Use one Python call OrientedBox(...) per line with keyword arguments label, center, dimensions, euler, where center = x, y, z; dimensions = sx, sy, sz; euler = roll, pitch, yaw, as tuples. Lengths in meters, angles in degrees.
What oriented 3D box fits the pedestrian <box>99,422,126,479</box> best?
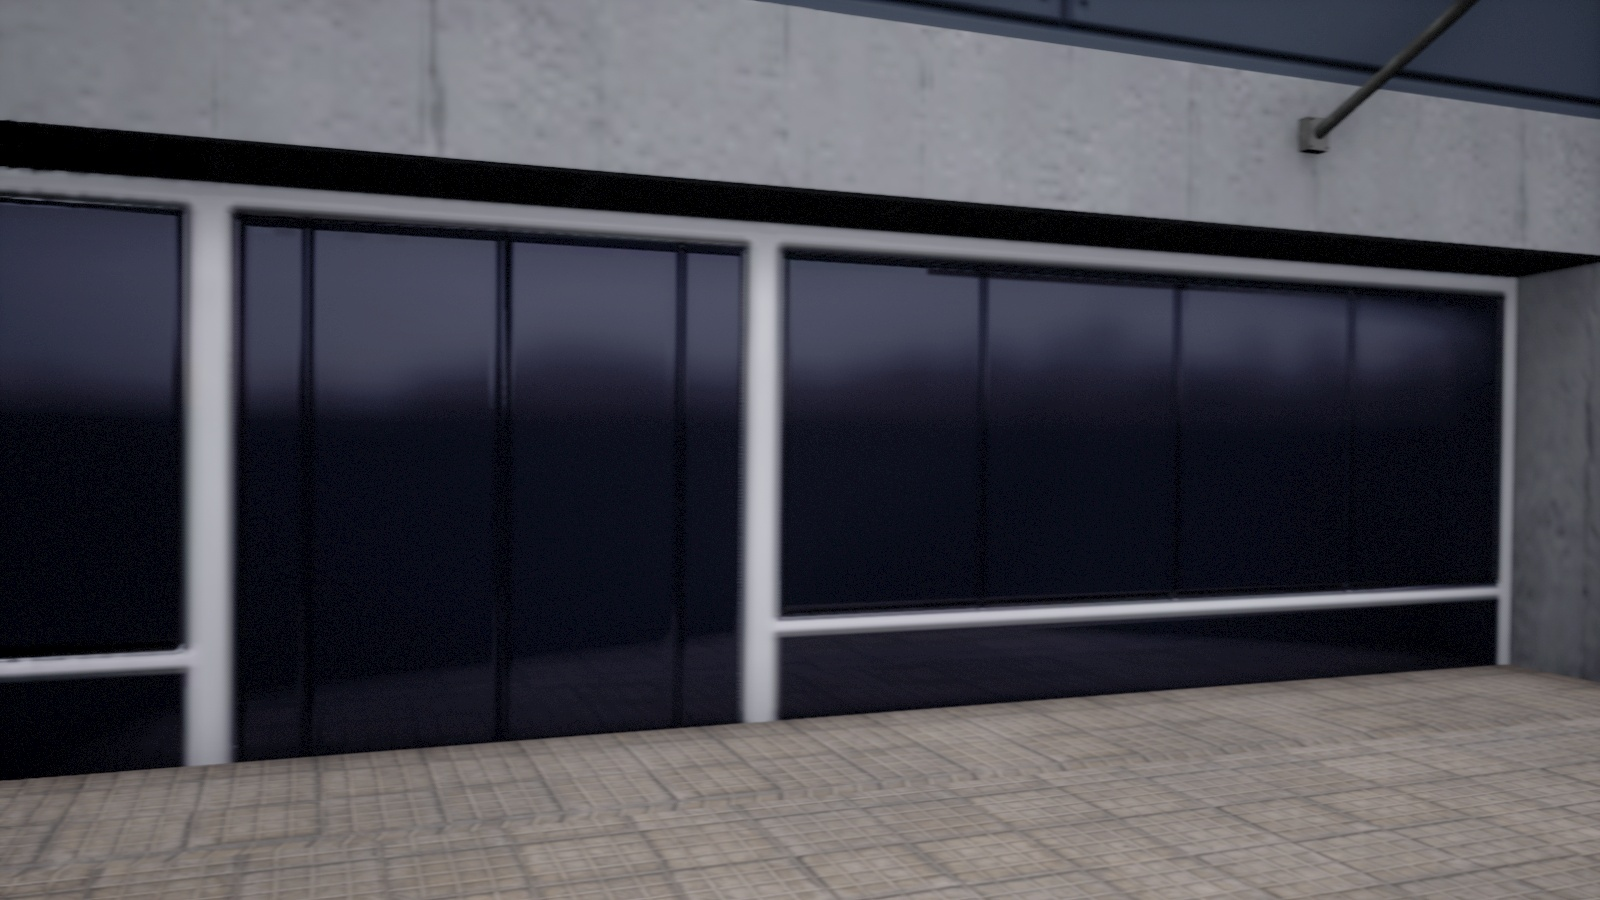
OrientedBox(label="pedestrian", center=(-23.277, 0.012, 42.526), dimensions=(0.692, 1.930, 0.395), euler=(-1, 1, -16))
